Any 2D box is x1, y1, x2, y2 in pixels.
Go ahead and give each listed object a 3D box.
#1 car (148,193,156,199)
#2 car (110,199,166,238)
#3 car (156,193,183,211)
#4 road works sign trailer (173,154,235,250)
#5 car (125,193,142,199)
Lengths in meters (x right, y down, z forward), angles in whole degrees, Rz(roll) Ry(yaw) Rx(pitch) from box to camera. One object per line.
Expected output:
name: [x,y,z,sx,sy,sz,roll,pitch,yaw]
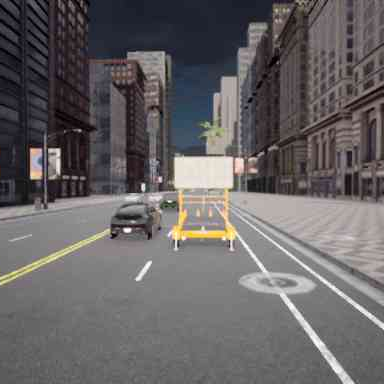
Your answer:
car: [-5.082,0.926,47.325,1.812,1.442,4.674,0,1,2]
car: [-2.597,1.294,16.192,1.837,1.490,4.892,0,1,2]
car: [-2.049,0.917,34.058,2.097,1.767,4.553,0,1,2]
road works sign trailer: [0.467,0.291,13.342,2.380,3.560,2.880,0,1,2]
car: [-8.330,0.923,47.424,1.812,1.442,4.674,0,1,2]
